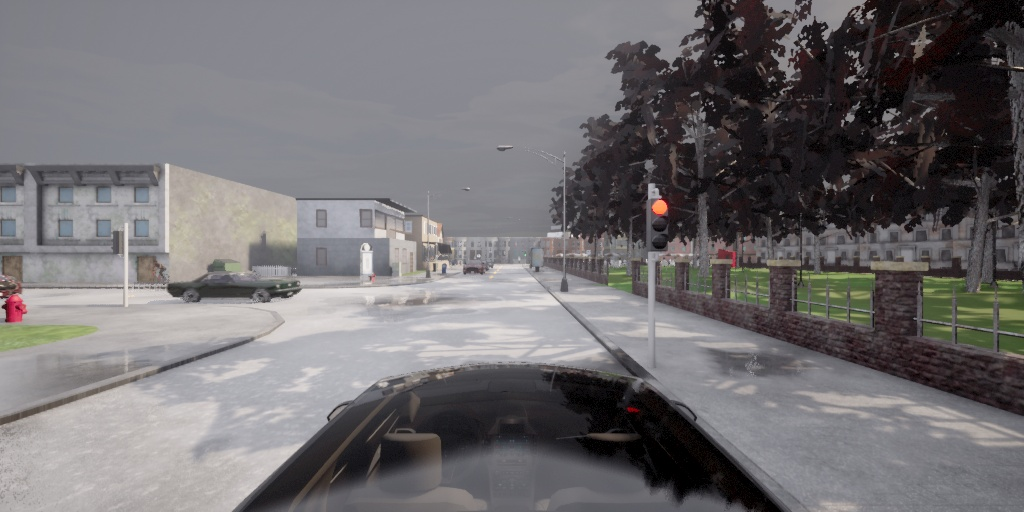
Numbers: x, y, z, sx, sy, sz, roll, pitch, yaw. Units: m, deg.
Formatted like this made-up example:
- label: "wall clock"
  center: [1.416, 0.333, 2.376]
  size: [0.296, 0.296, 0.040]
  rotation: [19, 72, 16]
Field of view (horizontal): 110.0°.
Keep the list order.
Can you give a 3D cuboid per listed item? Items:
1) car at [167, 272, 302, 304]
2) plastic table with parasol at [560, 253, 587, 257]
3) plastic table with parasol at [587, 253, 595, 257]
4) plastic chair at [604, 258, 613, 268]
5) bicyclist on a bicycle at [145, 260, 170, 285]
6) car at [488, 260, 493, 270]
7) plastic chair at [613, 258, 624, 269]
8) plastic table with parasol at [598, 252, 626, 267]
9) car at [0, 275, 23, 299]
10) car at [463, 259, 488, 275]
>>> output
- label: "car"
  center: [-12.012, 1.351, 15.794]
  size: [4.718, 1.301, 1.895]
  rotation: [0, 0, -1]
- label: "plastic table with parasol"
  center: [9.959, 0.684, 57.767]
  size: [2.482, 2.480, 2.482]
  rotation: [0, 0, -40]
- label: "plastic table with parasol"
  center: [14.655, 0.673, 63.244]
  size: [2.482, 2.480, 2.482]
  rotation: [0, 0, -42]
- label: "plastic chair"
  center: [14.306, 1.306, 54.128]
  size: [0.730, 1.272, 0.750]
  rotation: [0, 0, -35]
- label: "bicyclist on a bicycle"
  center: [-23.866, 1.098, 24.154]
  size: [0.582, 1.620, 1.656]
  rotation: [0, 0, 0]
- label: "car"
  center: [-4.108, 1.297, 49.052]
  size: [2.033, 1.411, 5.357]
  rotation: [0, 0, 0]
- label: "plastic chair"
  center: [16.012, 1.296, 54.032]
  size: [0.750, 1.272, 0.730]
  rotation: [0, 0, -40]
- label: "plastic table with parasol"
  center: [15.279, 0.694, 55.030]
  size: [2.482, 2.480, 2.482]
  rotation: [0, 0, -40]
- label: "car"
  center: [-24.820, 1.102, 15.757]
  size: [4.553, 1.767, 2.097]
  rotation: [0, 0, 0]
- label: "car"
  center: [-4.108, 1.102, 39.537]
  size: [2.097, 1.767, 4.553]
  rotation: [0, 0, 0]
